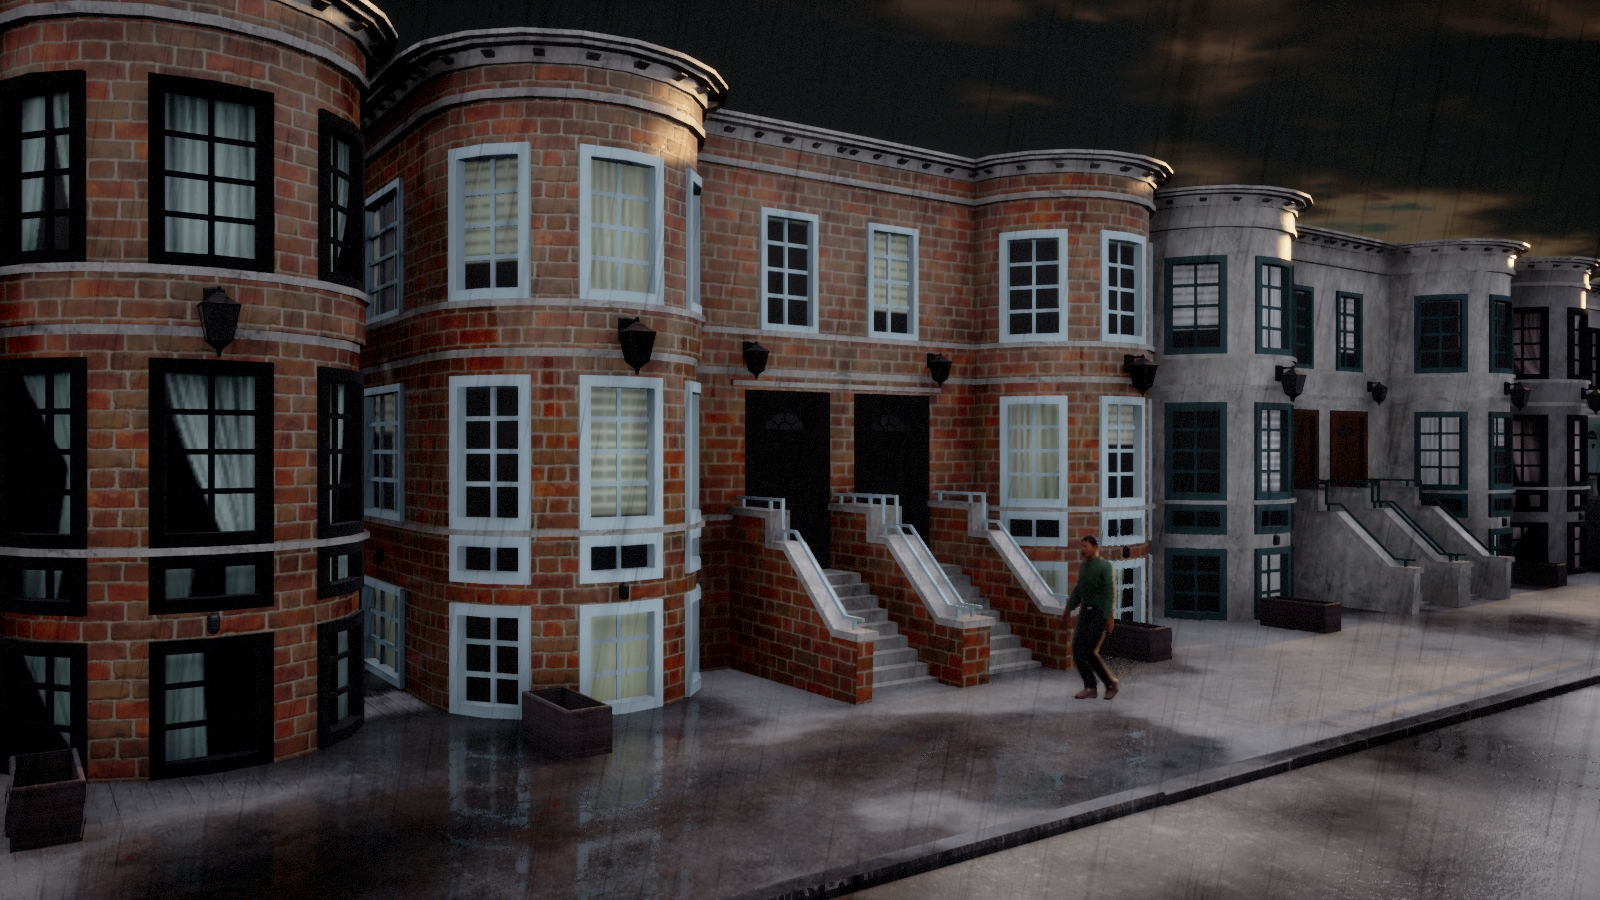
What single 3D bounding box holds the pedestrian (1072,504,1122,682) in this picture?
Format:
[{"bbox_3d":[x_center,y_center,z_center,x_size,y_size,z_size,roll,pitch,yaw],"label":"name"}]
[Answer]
[{"bbox_3d":[3.201,1.522,12.323,0.375,1.860,0.375,0,0,-25],"label":"pedestrian"}]
